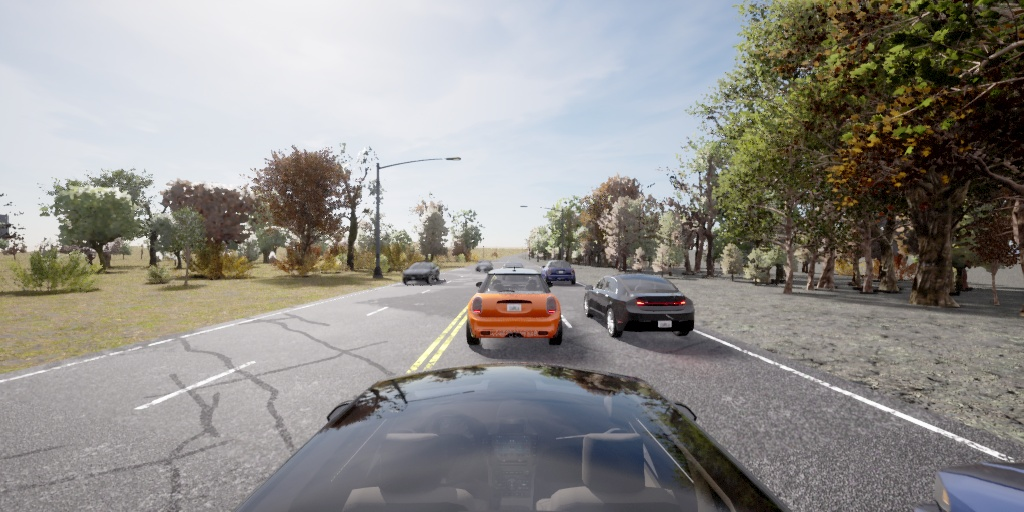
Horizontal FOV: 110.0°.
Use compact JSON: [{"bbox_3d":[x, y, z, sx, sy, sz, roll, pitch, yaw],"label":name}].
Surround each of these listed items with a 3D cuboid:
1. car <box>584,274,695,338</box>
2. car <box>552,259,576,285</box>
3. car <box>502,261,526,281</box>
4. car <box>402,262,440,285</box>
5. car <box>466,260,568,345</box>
[{"bbox_3d":[3.319,1.246,10.211,1.837,1.490,4.892,-1,0,0],"label":"car"},{"bbox_3d":[3.329,1.092,26.442,2.097,1.767,4.553,-1,0,0],"label":"car"},{"bbox_3d":[0.127,1.225,30.992,1.882,1.535,5.008,0,0,-1],"label":"car"},{"bbox_3d":[-6.578,1.225,26.415,1.882,1.535,5.008,0,0,0],"label":"car"},{"bbox_3d":[0.066,1.101,9.639,2.097,1.767,4.553,0,0,0],"label":"car"}]
